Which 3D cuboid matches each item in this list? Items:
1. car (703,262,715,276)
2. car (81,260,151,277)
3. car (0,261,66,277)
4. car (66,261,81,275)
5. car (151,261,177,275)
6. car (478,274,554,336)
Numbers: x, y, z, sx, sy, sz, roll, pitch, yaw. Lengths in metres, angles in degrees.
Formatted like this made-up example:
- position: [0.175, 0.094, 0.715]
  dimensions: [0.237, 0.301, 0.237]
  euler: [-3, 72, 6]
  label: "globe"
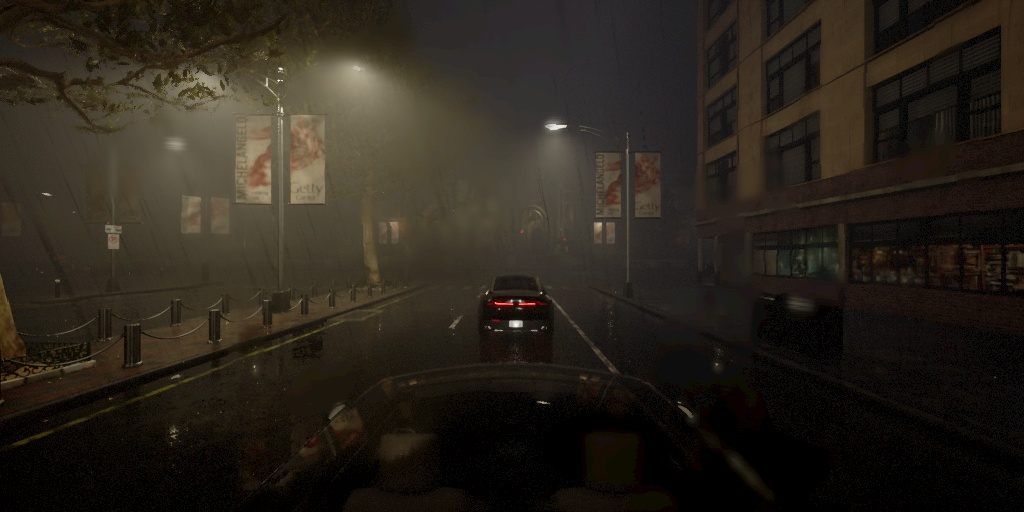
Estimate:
- position: [20.714, 1.227, 34.188]
  dimensions: [5.008, 1.535, 1.882]
  euler: [0, 0, 1]
  label: "car"
- position: [-38.407, 1.314, 34.877]
  dimensions: [4.181, 1.385, 1.994]
  euler: [0, 0, 0]
  label: "car"
- position: [-47.267, 1.255, 34.907]
  dimensions: [4.892, 1.490, 1.837]
  euler: [0, 0, -1]
  label: "car"
- position: [-48.153, 1.241, 38.414]
  dimensions: [4.902, 1.511, 2.128]
  euler: [0, 0, 0]
  label: "car"
- position: [-38.903, 1.228, 38.383]
  dimensions: [5.008, 1.535, 1.882]
  euler: [0, 0, 0]
  label: "car"
- position: [0.122, 1.255, 10.365]
  dimensions: [1.837, 1.490, 4.892]
  euler: [0, 0, 1]
  label: "car"
